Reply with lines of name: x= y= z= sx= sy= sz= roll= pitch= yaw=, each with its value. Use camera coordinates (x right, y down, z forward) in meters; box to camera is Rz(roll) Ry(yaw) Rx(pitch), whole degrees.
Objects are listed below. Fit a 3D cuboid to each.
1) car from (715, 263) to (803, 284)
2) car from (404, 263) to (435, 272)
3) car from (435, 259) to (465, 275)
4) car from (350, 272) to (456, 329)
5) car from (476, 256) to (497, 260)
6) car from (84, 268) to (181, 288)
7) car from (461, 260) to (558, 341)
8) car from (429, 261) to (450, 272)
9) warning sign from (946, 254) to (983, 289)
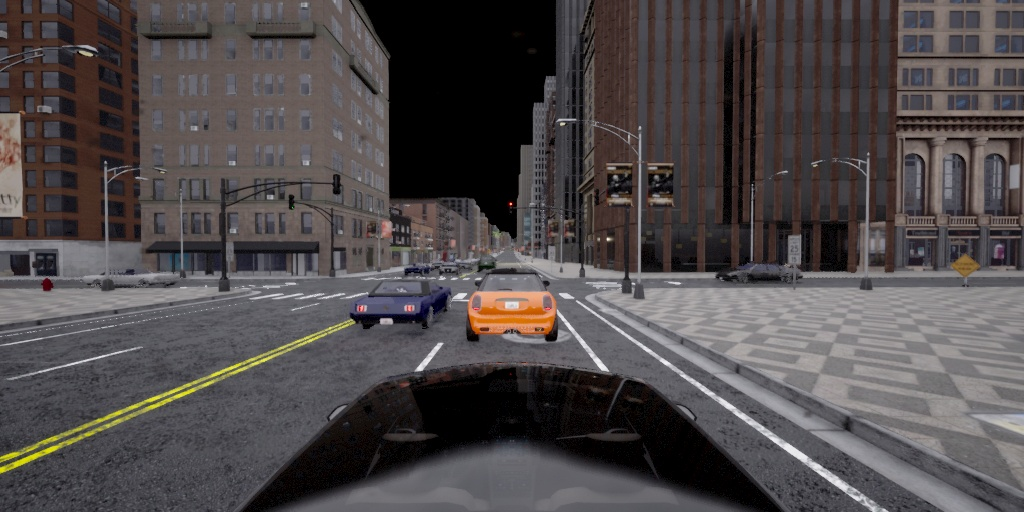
car: x=17.644 y=1.190 z=25.688 sx=5.357 sy=1.411 sz=2.033 roll=0 pitch=1 yaw=0
car: x=-9.850 y=1.367 z=37.687 sx=1.895 sy=1.301 sz=4.718 roll=0 pitch=0 yaw=0
car: x=-6.598 y=1.331 z=38.894 sx=1.994 sy=1.385 sz=4.181 roll=0 pitch=0 yaw=0
car: x=-3.149 y=1.350 z=11.234 sx=1.895 sy=1.301 sz=4.718 roll=0 pitch=0 yaw=0
car: x=-3.149 y=0.994 z=46.629 sx=2.150 sy=2.045 sz=5.566 roll=0 pitch=0 yaw=0
car: x=-24.924 y=1.453 z=23.675 sx=4.718 sy=1.301 sz=1.895 roll=0 pitch=1 yaw=0
car: x=0.010 y=1.101 z=10.005 sx=2.097 sy=1.767 sz=4.553 roll=0 pitch=0 yaw=0
car: x=-9.846 y=1.338 z=48.773 sx=1.994 sy=1.385 sz=4.181 roll=0 pitch=0 yaw=0
warning sign: x=25.178 y=0.827 z=19.909 sx=1.060 sy=1.860 sz=1.300 roll=0 pitch=0 yaw=0
